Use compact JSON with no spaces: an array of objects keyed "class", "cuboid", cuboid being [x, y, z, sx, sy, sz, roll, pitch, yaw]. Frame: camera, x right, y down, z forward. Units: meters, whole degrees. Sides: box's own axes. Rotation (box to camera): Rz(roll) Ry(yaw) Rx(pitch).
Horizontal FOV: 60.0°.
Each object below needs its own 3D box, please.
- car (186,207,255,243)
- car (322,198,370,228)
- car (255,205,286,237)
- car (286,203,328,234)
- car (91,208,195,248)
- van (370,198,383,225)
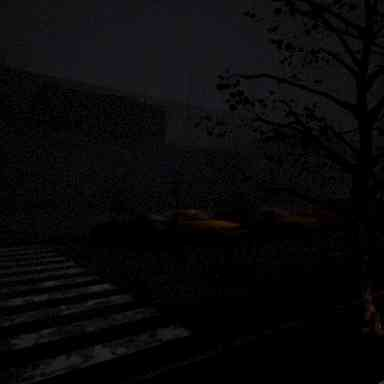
[{"class":"car","cuboid":[0.088,1.540,16.479,5.366,1.575,1.946,-1,-1,34]},{"class":"car","cuboid":[9.674,1.501,23.492,4.553,1.767,2.185,-1,-1,34]},{"class":"car","cuboid":[2.337,1.597,18.327,4.792,1.488,2.163,-1,-1,34]},{"class":"car","cuboid":[4.946,1.584,19.942,5.366,1.575,1.946,-1,-1,35]},{"class":"car","cuboid":[-2.493,1.567,14.847,4.674,1.452,2.002,-1,-1,35]},{"class":"van","cuboid":[12.184,1.415,25.187,4.442,1.987,1.878,-1,-1,35]}]
